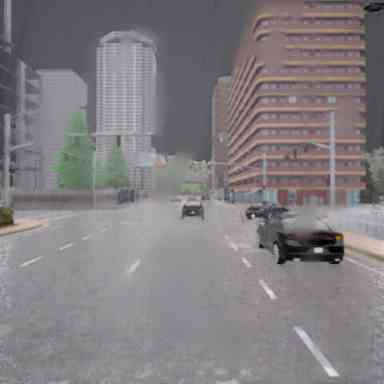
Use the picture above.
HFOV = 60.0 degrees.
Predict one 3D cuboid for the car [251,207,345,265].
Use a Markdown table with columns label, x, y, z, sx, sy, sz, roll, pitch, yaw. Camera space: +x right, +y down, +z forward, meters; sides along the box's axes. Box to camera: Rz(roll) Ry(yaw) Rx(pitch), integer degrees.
| label | x | y | z | sx | sy | sz | roll | pitch | yaw |
| --- | --- | --- | --- | --- | --- | --- | --- | --- | --- |
| car | 3.567 | 1.498 | 11.795 | 1.882 | 1.535 | 5.008 | 0 | 0 | 0 |

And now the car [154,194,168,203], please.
| label | x | y | z | sx | sy | sz | roll | pitch | yaw |
| --- | --- | --- | --- | --- | --- | --- | --- | --- | --- |
| car | -6.981 | 1.647 | 70.530 | 2.128 | 1.511 | 4.902 | 0 | 0 | 0 |

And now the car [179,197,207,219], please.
| label | x | y | z | sx | sy | sz | roll | pitch | yaw |
| --- | --- | --- | --- | --- | --- | --- | --- | --- | --- |
| car | 0.086 | 1.515 | 29.562 | 1.882 | 1.535 | 5.008 | 0 | 0 | 0 |

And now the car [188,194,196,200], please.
| label | x | y | z | sx | sy | sz | roll | pitch | yaw |
| --- | --- | --- | --- | --- | --- | --- | --- | --- | --- |
| car | 0.026 | 1.501 | 95.471 | 2.097 | 1.767 | 4.553 | 0 | 0 | 0 |

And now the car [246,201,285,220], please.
| label | x | y | z | sx | sy | sz | roll | pitch | yaw |
| --- | --- | --- | --- | --- | --- | --- | --- | --- | --- |
| car | 6.312 | 1.535 | 27.261 | 1.837 | 1.490 | 4.892 | -4 | -2 | 42 |

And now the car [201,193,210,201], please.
| label | x | y | z | sx | sy | sz | roll | pitch | yaw |
| --- | --- | --- | --- | --- | --- | --- | --- | --- | --- |
| car | 3.523 | 1.367 | 85.963 | 2.150 | 2.045 | 5.566 | 0 | 0 | 0 |

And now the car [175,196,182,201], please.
| label | x | y | z | sx | sy | sz | roll | pitch | yaw |
| --- | --- | --- | --- | --- | --- | --- | --- | --- | --- |
| car | -3.477 | 1.669 | 86.307 | 1.812 | 1.442 | 4.674 | 0 | 0 | 0 |

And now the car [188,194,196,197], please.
| label | x | y | z | sx | sy | sz | roll | pitch | yaw |
| --- | --- | --- | --- | --- | --- | --- | --- | --- | --- |
| car | 0.024 | 1.499 | 86.755 | 2.097 | 1.767 | 4.553 | 0 | 0 | 0 |

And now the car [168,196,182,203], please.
| label | x | y | z | sx | sy | sz | roll | pitch | yaw |
| --- | --- | --- | --- | --- | --- | --- | --- | --- | --- |
| car | -3.481 | 1.674 | 70.536 | 1.994 | 1.385 | 4.181 | 0 | 0 | 0 |
